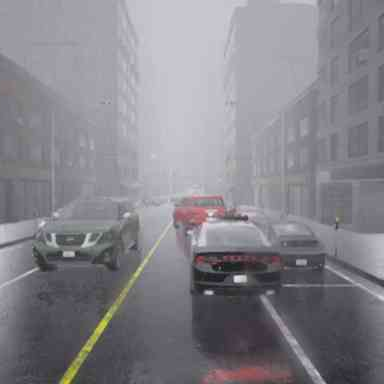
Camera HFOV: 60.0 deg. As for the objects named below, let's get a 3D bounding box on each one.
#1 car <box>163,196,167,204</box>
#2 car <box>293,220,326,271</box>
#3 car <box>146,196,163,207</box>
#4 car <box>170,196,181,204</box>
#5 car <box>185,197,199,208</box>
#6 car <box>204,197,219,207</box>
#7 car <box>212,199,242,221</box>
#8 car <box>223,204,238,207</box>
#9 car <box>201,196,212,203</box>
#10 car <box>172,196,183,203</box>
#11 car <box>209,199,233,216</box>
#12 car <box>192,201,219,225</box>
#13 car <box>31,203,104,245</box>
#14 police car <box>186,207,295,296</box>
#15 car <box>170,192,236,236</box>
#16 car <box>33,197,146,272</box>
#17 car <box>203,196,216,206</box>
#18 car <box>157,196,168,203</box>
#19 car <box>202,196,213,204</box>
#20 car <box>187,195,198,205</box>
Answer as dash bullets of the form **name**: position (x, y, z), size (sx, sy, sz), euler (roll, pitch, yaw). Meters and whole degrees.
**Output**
- **car**: position (-5.760, 1.483, 54.595), size (1.947, 1.339, 4.313), euler (-1, 0, 0)
- **car**: position (2.754, 1.530, 10.551), size (2.008, 1.369, 4.403), euler (-1, 0, 0)
- **car**: position (-5.763, 1.363, 49.089), size (1.967, 1.590, 4.097), euler (-1, 0, 0)
- **car**: position (-3.001, 1.510, 61.526), size (1.895, 1.301, 4.718), euler (0, 0, 0)
- **car**: position (0.030, 1.430, 46.849), size (1.837, 1.490, 4.892), euler (0, 0, 1)
- **car**: position (2.763, 1.489, 49.088), size (1.947, 1.339, 4.313), euler (-1, 0, 0)
- **car**: position (2.756, 1.392, 27.067), size (1.967, 1.590, 4.097), euler (-1, 0, 0)
- **car**: position (2.755, 1.514, 16.057), size (1.887, 1.381, 4.507), euler (-1, 0, 0)
- **car**: position (2.767, 1.450, 65.603), size (1.887, 1.381, 4.507), euler (-1, 0, 0)
- **car**: position (-2.984, 1.474, 69.661), size (1.994, 1.385, 4.181), euler (0, 0, 0)
- **car**: position (2.759, 1.489, 32.572), size (1.887, 1.381, 4.507), euler (-1, 0, 0)
- **car**: position (0.905, 1.482, 24.654), size (1.812, 1.442, 4.674), euler (0, 0, 0)
- **car**: position (-5.771, 1.410, 16.058), size (1.967, 1.590, 4.097), euler (-1, 0, 0)
- **police car**: position (0.901, 1.408, 8.763), size (1.930, 1.638, 5.238), euler (0, 0, 0)
- **car**: position (0.339, 1.177, 18.444), size (2.150, 2.045, 5.566), euler (-1, 0, -12)
- **car**: position (-3.099, 1.200, 11.114), size (2.150, 2.045, 5.566), euler (0, 0, 0)
- **car**: position (2.764, 1.461, 54.592), size (1.887, 1.381, 4.507), euler (-1, 0, 0)
- **car**: position (-5.758, 1.450, 65.605), size (1.887, 1.381, 4.507), euler (-1, 0, 0)
- **car**: position (2.766, 1.456, 60.098), size (1.887, 1.381, 4.507), euler (-1, 0, 0)
- **car**: position (0.014, 1.389, 59.493), size (1.882, 1.535, 5.008), euler (0, 0, 0)
